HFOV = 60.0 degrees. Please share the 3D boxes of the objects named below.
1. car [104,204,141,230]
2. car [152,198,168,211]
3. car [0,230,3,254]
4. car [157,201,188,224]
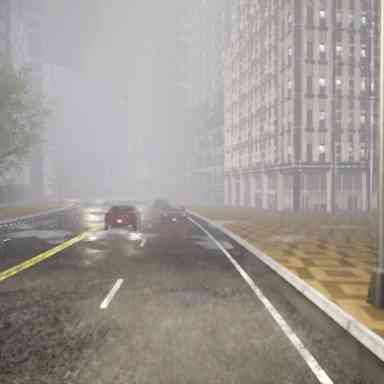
[{"bbox_3d":[-4.306,1.480,21.119,1.882,1.535,5.008,0,0,-5],"label":"car"},{"bbox_3d":[-3.903,1.465,41.287,1.882,1.535,5.008,0,0,-10],"label":"car"},{"bbox_3d":[-6.863,1.505,8.634,2.128,1.511,4.902,0,0,-3],"label":"car"},{"bbox_3d":[-1.435,1.590,24.964,1.895,1.301,4.718,0,0,-6],"label":"car"}]
